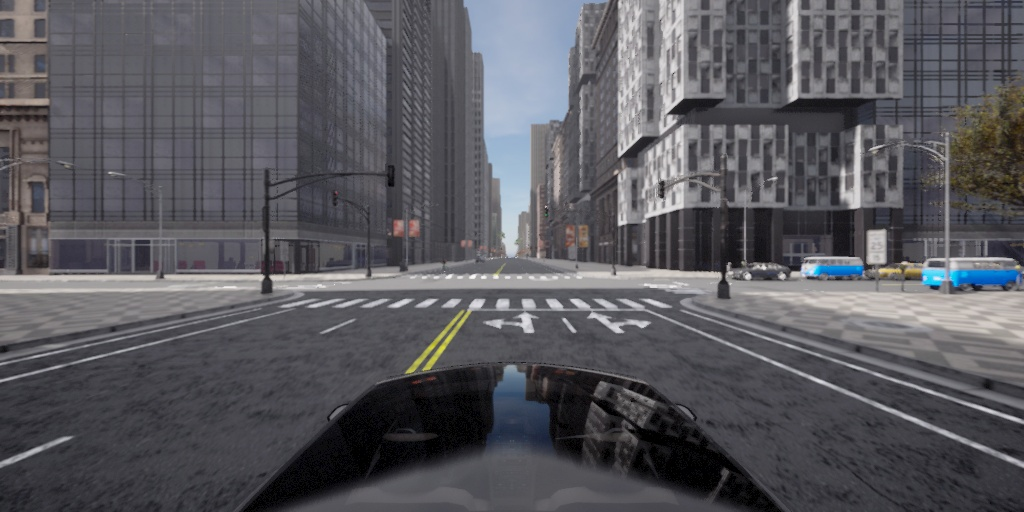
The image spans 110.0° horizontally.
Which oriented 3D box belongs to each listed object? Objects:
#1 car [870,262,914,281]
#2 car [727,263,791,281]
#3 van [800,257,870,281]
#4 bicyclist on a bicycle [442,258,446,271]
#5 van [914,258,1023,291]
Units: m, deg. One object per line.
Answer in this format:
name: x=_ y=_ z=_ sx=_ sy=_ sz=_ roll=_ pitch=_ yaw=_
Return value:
car: x=30.188 y=1.143 z=27.795 sx=4.829 sy=1.417 sz=1.751 roll=0 pitch=0 yaw=0
car: x=19.122 y=1.190 z=27.840 sx=4.403 sy=1.370 sz=2.007 roll=0 pitch=0 yaw=0
van: x=24.741 y=0.969 z=27.817 sx=3.998 sy=1.789 sz=1.690 roll=0 pitch=0 yaw=0
bicyclist on a bicycle: x=-8.768 y=1.094 z=46.199 sx=0.582 sy=1.620 sz=1.656 roll=0 pitch=0 yaw=0
van: x=24.708 y=0.983 z=19.292 sx=3.998 sy=1.789 sz=1.690 roll=0 pitch=0 yaw=0
